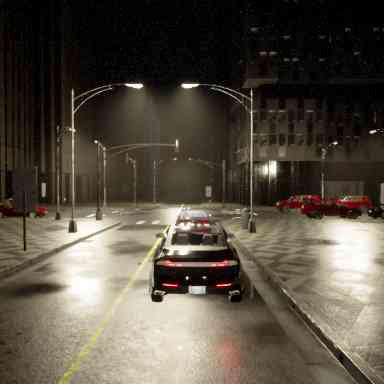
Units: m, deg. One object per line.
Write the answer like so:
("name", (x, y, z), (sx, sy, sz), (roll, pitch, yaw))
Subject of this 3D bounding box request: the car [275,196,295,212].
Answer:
("car", (12.042, 1.325, 37.659), (5.009, 1.841, 2.192), (0, 1, 0))

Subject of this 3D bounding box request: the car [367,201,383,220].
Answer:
("car", (17.715, 1.742, 29.165), (4.313, 1.339, 1.947), (0, 1, 0))

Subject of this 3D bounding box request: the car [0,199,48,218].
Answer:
("car", (-14.969, 1.567, 29.009), (4.507, 1.381, 1.887), (0, 1, 0))

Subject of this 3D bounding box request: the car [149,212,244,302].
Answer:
("car", (0.086, 1.490, 8.213), (2.128, 1.511, 4.902), (0, 0, 0))

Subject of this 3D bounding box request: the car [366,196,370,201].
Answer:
("car", (17.685, 1.353, 37.686), (5.009, 1.841, 2.192), (0, 1, 0))

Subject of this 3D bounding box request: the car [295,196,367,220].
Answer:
("car", (12.072, 1.463, 29.135), (5.009, 1.841, 2.192), (0, 1, 0))

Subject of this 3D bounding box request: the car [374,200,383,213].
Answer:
("car", (23.326, 1.633, 37.716), (4.313, 1.339, 1.947), (0, 1, 0))

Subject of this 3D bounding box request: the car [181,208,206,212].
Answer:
("car", (0.070, 1.550, 17.923), (2.033, 1.411, 5.357), (0, 0, 0))
